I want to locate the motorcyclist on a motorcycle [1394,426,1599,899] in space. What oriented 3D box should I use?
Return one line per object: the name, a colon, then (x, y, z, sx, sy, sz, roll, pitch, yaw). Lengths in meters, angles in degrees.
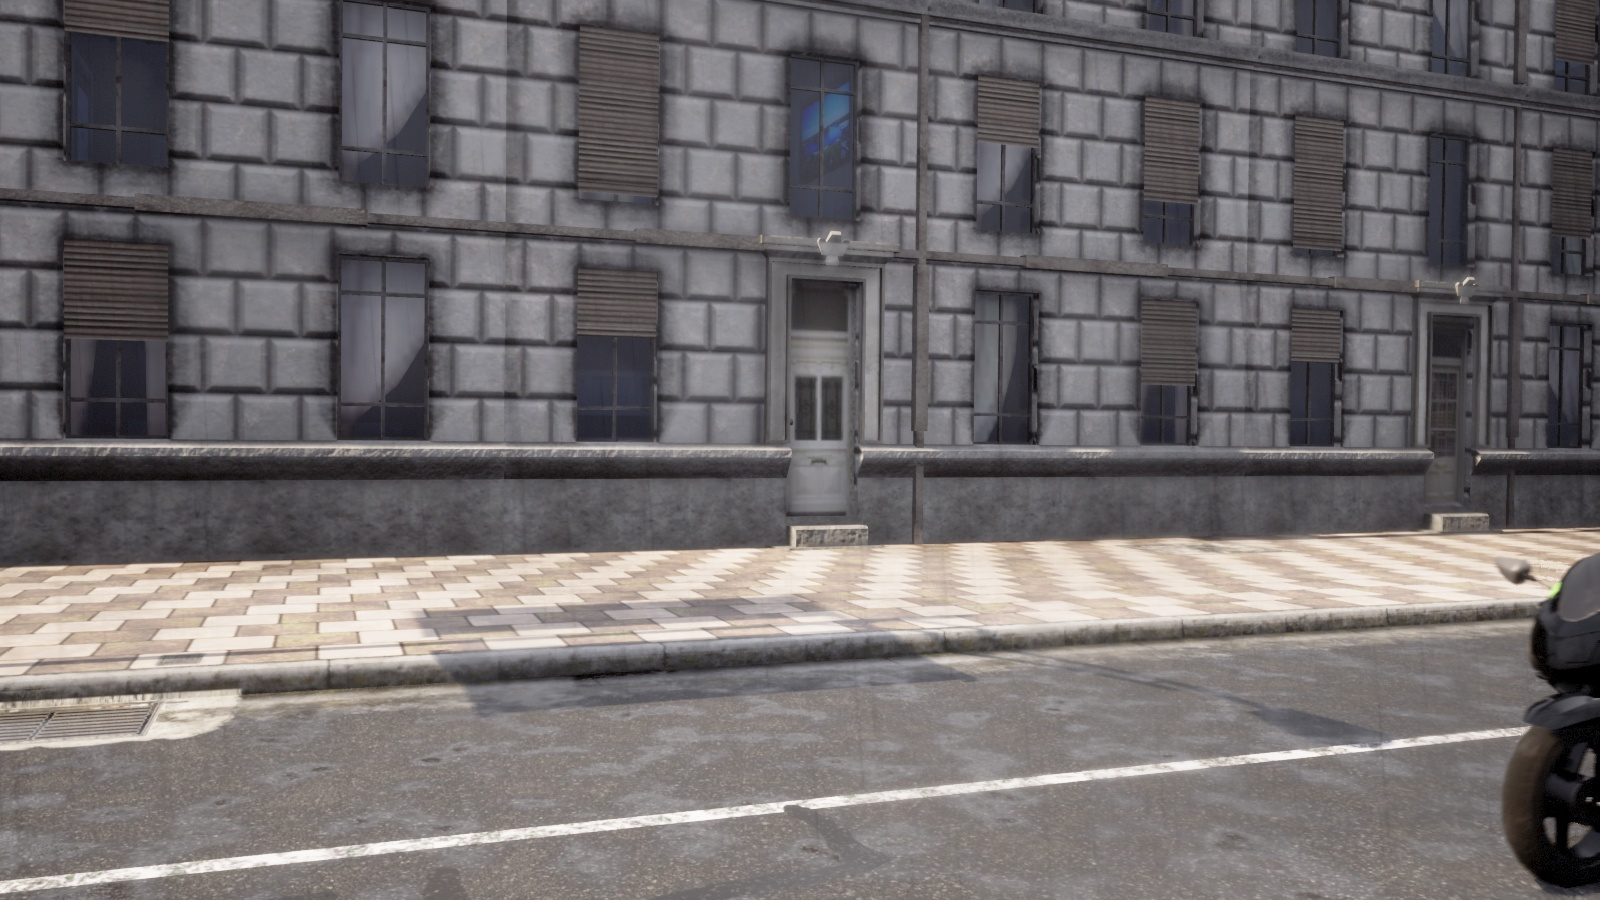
motorcyclist on a motorcycle: (3.229, 0.672, 4.493, 2.044, 1.523, 0.797, -1, 1, -21)
